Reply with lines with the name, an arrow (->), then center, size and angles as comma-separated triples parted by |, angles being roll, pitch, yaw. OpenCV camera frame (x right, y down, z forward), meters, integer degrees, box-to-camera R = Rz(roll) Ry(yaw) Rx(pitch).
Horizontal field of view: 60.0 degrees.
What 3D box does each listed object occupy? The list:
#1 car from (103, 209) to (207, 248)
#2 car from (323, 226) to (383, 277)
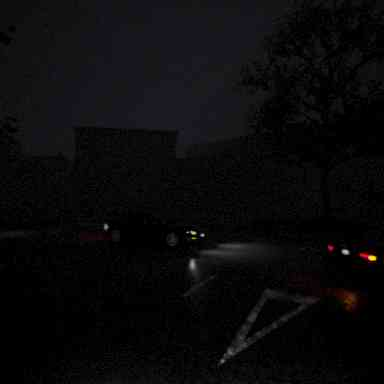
car -> -1.716, 1.528, 14.840 | 4.892, 1.490, 1.837 | 0, 0, 26
car -> 6.359, 1.614, 9.231 | 5.357, 1.411, 2.033 | 1, 0, -16
